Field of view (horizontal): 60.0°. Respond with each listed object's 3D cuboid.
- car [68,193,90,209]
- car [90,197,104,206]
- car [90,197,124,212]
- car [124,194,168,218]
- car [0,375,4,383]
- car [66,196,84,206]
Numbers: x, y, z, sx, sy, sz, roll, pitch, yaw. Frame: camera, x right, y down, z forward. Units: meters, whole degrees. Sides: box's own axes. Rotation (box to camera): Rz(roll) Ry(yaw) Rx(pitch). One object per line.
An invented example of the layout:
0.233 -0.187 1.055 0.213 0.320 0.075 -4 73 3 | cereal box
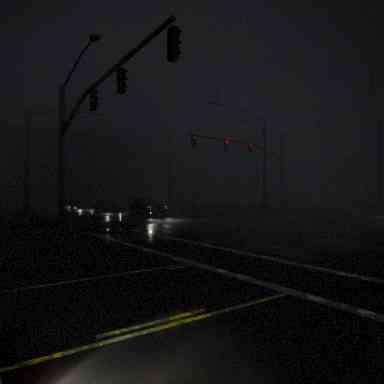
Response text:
-15.569 1.221 46.641 2.150 2.045 5.566 0 0 -33 | car
-16.400 1.601 57.540 1.895 1.301 4.718 0 0 -11 | car
-9.832 1.526 38.456 1.812 1.442 4.674 0 0 -36 | car
-4.054 1.352 30.447 2.097 1.767 4.553 0 0 -36 | car
-3.664 1.547 1.195 5.357 1.411 2.033 0 0 -35 | car
-19.602 1.492 56.030 2.128 1.511 4.902 0 0 -10 | car
